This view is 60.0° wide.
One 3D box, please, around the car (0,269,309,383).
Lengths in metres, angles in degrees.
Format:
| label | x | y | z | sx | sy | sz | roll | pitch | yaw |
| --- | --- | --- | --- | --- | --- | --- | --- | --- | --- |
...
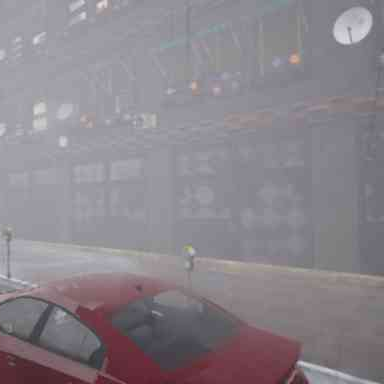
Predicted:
| label | x | y | z | sx | sy | sz | roll | pitch | yaw |
| --- | --- | --- | --- | --- | --- | --- | --- | --- | --- |
| car | -1.126 | 1.562 | 3.547 | 4.507 | 1.381 | 1.887 | 0 | -2 | 36 |
